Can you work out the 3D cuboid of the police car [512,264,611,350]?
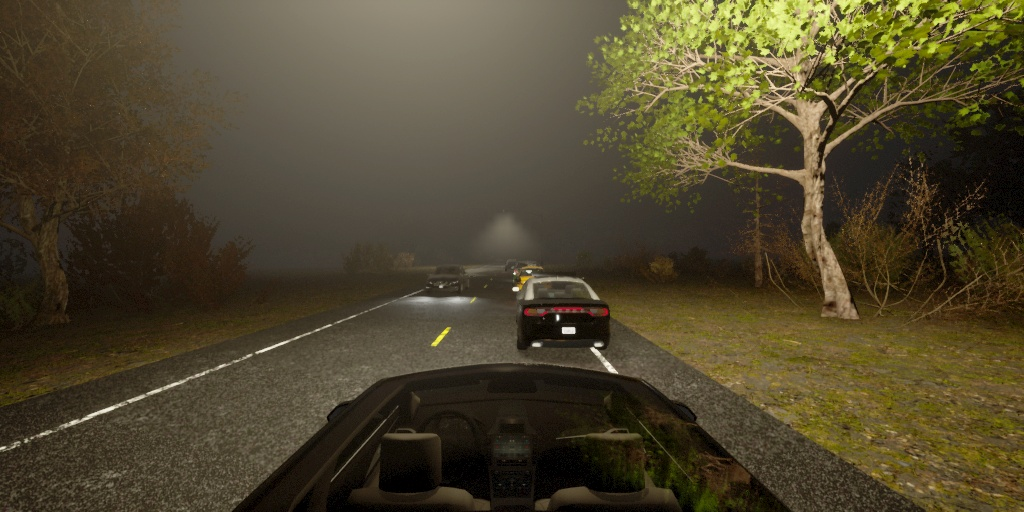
[{"bbox_3d":[1.049,1.177,9.222,1.930,1.638,5.238,0,0,0],"label":"police car"}]

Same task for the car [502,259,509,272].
[{"bbox_3d":[0.018,1.284,47.371,1.812,1.442,4.674,0,0,1],"label":"car"}]

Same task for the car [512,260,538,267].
[{"bbox_3d":[1.046,1.210,19.305,1.801,1.575,5.366,0,0,0],"label":"car"}]

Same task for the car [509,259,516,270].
[{"bbox_3d":[1.044,1.106,25.084,2.097,1.767,4.553,0,0,0],"label":"car"}]

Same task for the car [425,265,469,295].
[{"bbox_3d":[-3.504,1.259,20.086,1.837,1.490,4.892,0,0,0],"label":"car"}]
